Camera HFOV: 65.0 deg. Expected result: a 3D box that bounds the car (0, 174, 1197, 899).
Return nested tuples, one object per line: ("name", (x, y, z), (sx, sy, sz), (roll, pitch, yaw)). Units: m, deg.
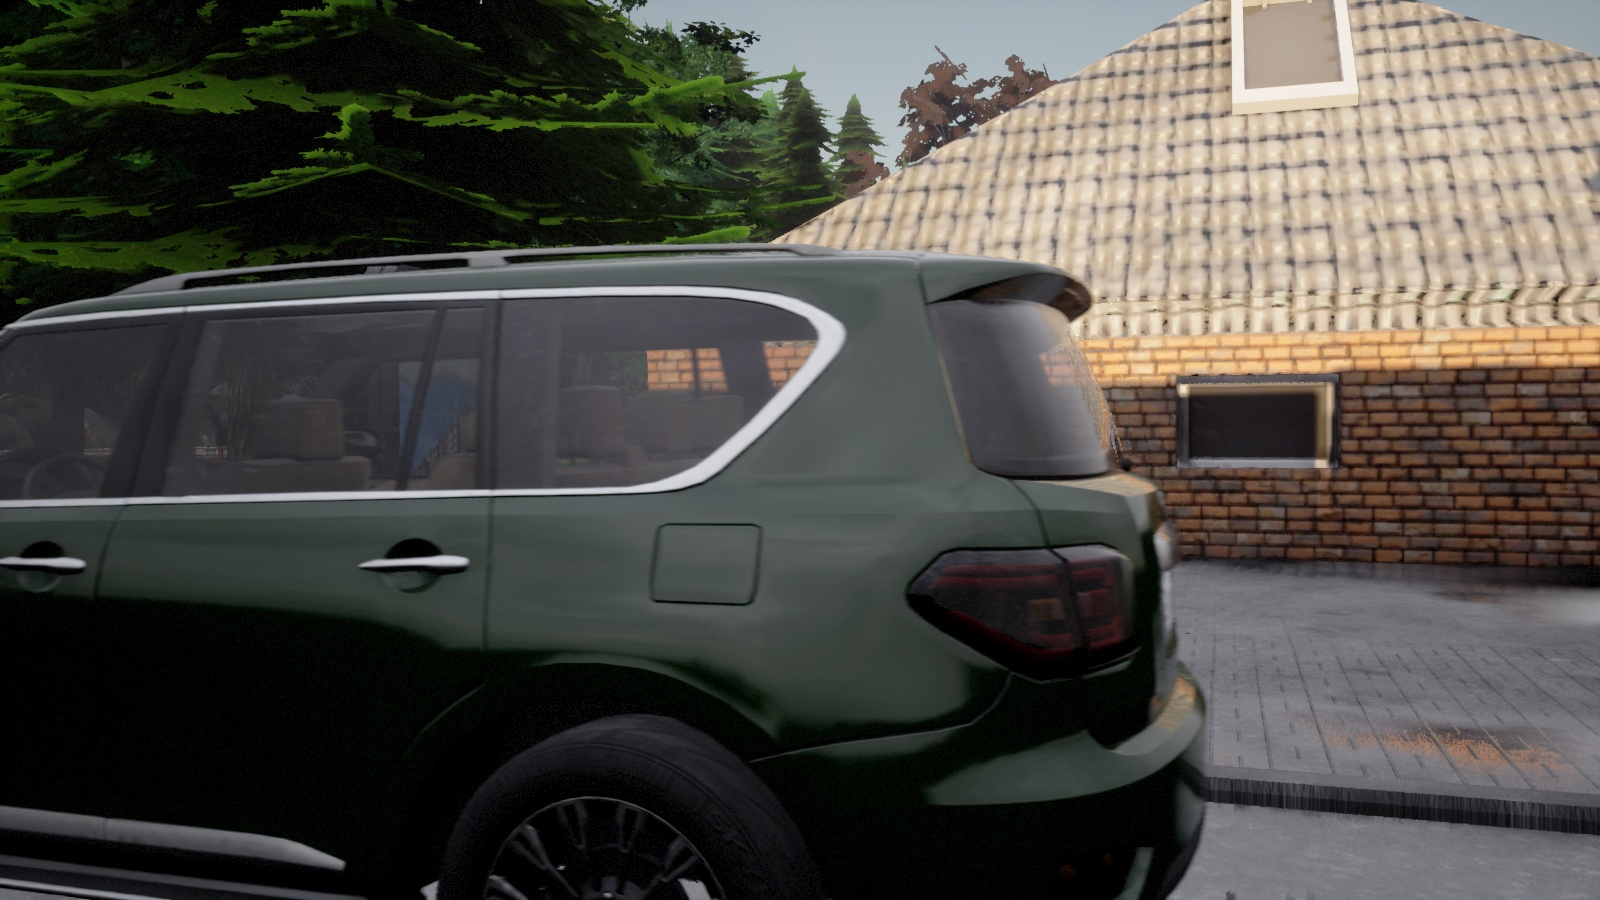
("car", (-1.601, 0.471, 4.255), (5.566, 2.045, 2.150), (1, 1, 19))
